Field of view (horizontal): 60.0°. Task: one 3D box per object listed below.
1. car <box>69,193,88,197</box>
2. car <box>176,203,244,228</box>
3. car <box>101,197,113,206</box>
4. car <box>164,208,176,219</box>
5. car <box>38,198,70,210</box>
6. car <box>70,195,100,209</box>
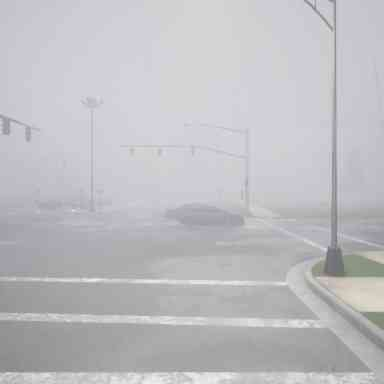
[{"bbox_3d":[-17.864,1.221,52.579,2.150,2.045,5.566,0,0,1],"label":"car"},{"bbox_3d":[1.263,1.564,21.578,4.181,1.385,1.994,0,0,0],"label":"car"},{"bbox_3d":[-14.327,1.526,54.462,1.812,1.442,4.674,0,0,1],"label":"car"},{"bbox_3d":[0.572,1.547,25.083,5.357,1.411,2.033,0,0,0],"label":"car"},{"bbox_3d":[-18.002,1.601,42.938,1.895,1.301,4.718,0,0,1],"label":"car"},{"bbox_3d":[-14.463,1.547,44.872,2.033,1.411,5.357,0,0,1],"label":"car"}]
